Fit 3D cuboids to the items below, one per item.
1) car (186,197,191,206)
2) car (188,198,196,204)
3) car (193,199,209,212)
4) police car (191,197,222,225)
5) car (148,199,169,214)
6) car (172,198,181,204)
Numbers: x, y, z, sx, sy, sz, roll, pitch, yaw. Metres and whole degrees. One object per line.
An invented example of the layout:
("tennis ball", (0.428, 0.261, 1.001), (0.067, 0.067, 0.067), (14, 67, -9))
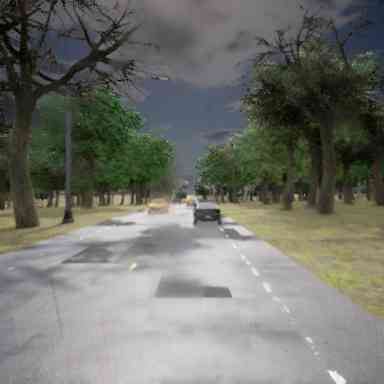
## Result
("car", (0.014, 1.656, 57.625), (1.882, 1.535, 5.008), (0, -1, 0))
("car", (0.018, 2.003, 76.521), (1.895, 1.301, 4.718), (0, -2, 0))
("car", (1.059, 1.578, 39.991), (1.812, 1.442, 4.674), (0, 0, 0))
("police car", (1.056, 1.404, 24.099), (1.930, 1.638, 5.238), (0, 0, 0))
("car", (-3.585, 1.506, 35.960), (1.882, 1.535, 5.008), (0, 0, 0))
("car", (-3.482, 2.079, 76.008), (1.895, 1.301, 4.718), (0, -1, 0))
